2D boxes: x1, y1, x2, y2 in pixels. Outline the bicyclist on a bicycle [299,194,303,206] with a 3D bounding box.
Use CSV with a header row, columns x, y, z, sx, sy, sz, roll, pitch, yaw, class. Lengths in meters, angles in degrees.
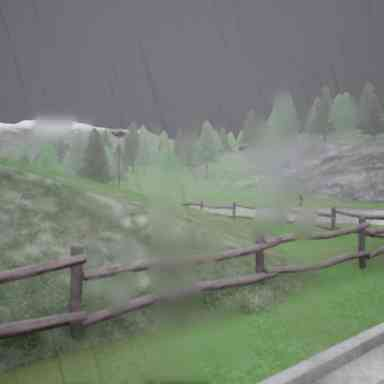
x,y,z,sx,sy,sz,roll,pitch,yaw,class
14.368,1.127,43.845,0.582,1.620,1.656,0,0,34,bicyclist on a bicycle
